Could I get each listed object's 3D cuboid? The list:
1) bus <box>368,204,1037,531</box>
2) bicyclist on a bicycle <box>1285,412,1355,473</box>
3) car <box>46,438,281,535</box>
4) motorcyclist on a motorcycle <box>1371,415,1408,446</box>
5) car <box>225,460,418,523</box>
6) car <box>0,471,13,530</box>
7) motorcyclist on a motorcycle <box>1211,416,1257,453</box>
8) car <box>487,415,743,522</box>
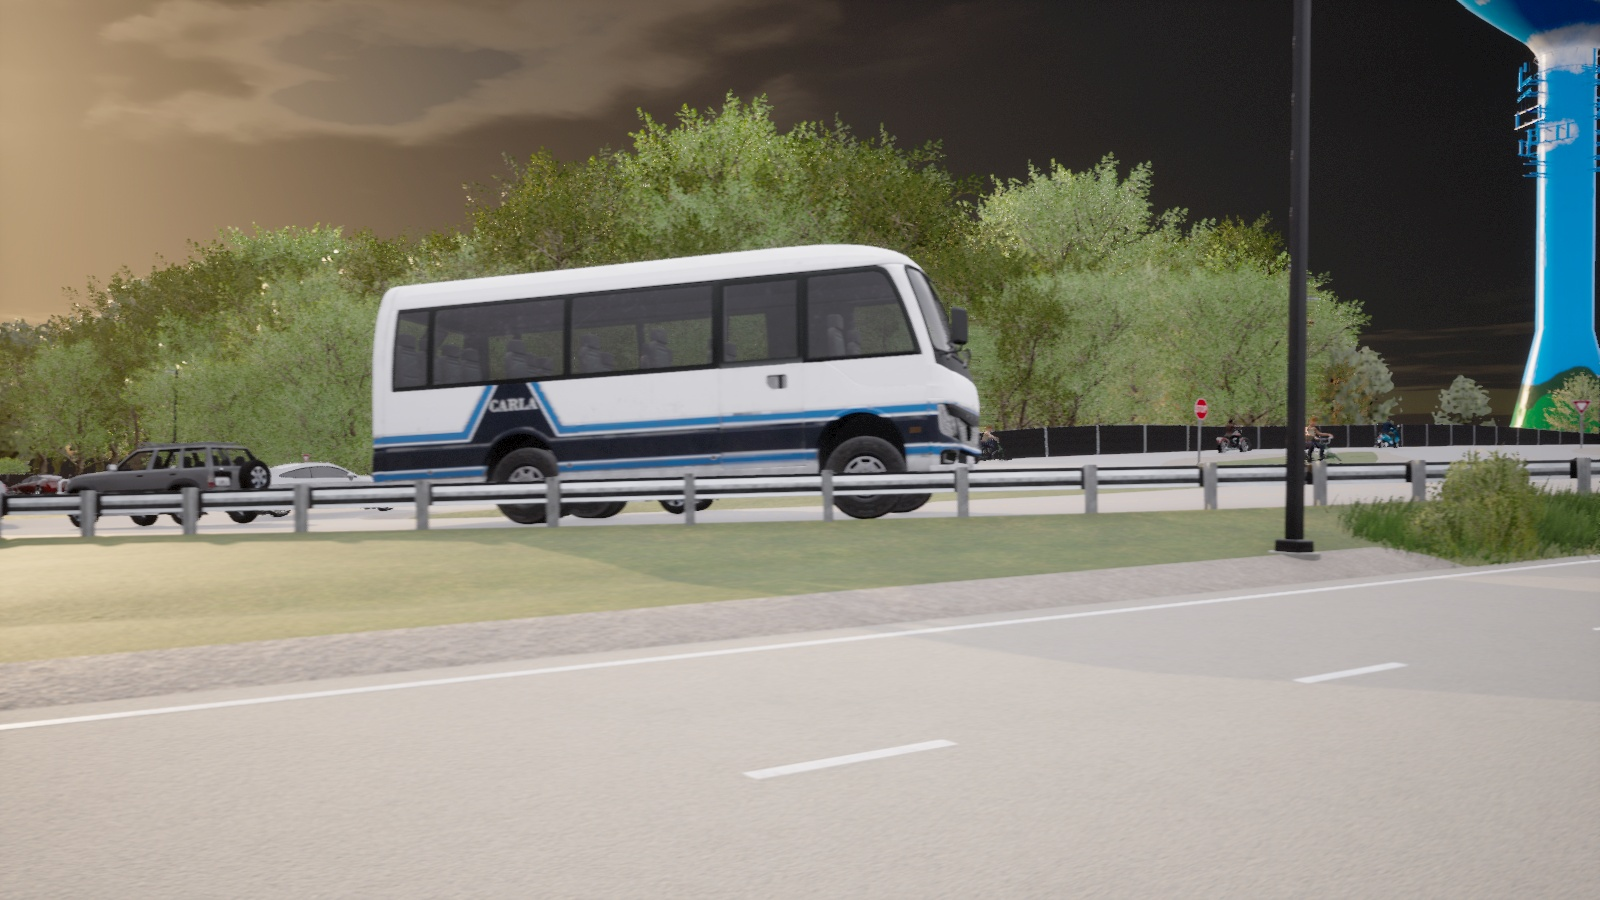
[{"bbox_3d":[-1.536,-0.991,20.992,10.273,4.253,3.944,-3,-3,16],"label":"bus"},{"bbox_3d":[14.344,-0.197,34.682,0.866,1.612,1.509,-2,1,-34],"label":"bicyclist on a bicycle"},{"bbox_3d":[-14.097,0.827,27.836,4.605,1.855,1.932,-3,-2,19],"label":"car"},{"bbox_3d":[30.418,-0.984,64.845,1.817,1.590,0.866,0,1,-32],"label":"motorcyclist on a motorcycle"},{"bbox_3d":[-13.294,1.105,35.011,4.674,1.442,1.812,-2,1,-35],"label":"car"},{"bbox_3d":[-22.645,1.376,32.622,3.633,1.501,1.845,-2,1,-35],"label":"car"},{"bbox_3d":[20.375,-0.732,58.949,2.350,1.649,0.766,-2,1,-36],"label":"motorcyclist on a motorcycle"},{"bbox_3d":[-3.612,0.385,24.937,4.605,1.855,1.932,-2,-1,9],"label":"car"}]
